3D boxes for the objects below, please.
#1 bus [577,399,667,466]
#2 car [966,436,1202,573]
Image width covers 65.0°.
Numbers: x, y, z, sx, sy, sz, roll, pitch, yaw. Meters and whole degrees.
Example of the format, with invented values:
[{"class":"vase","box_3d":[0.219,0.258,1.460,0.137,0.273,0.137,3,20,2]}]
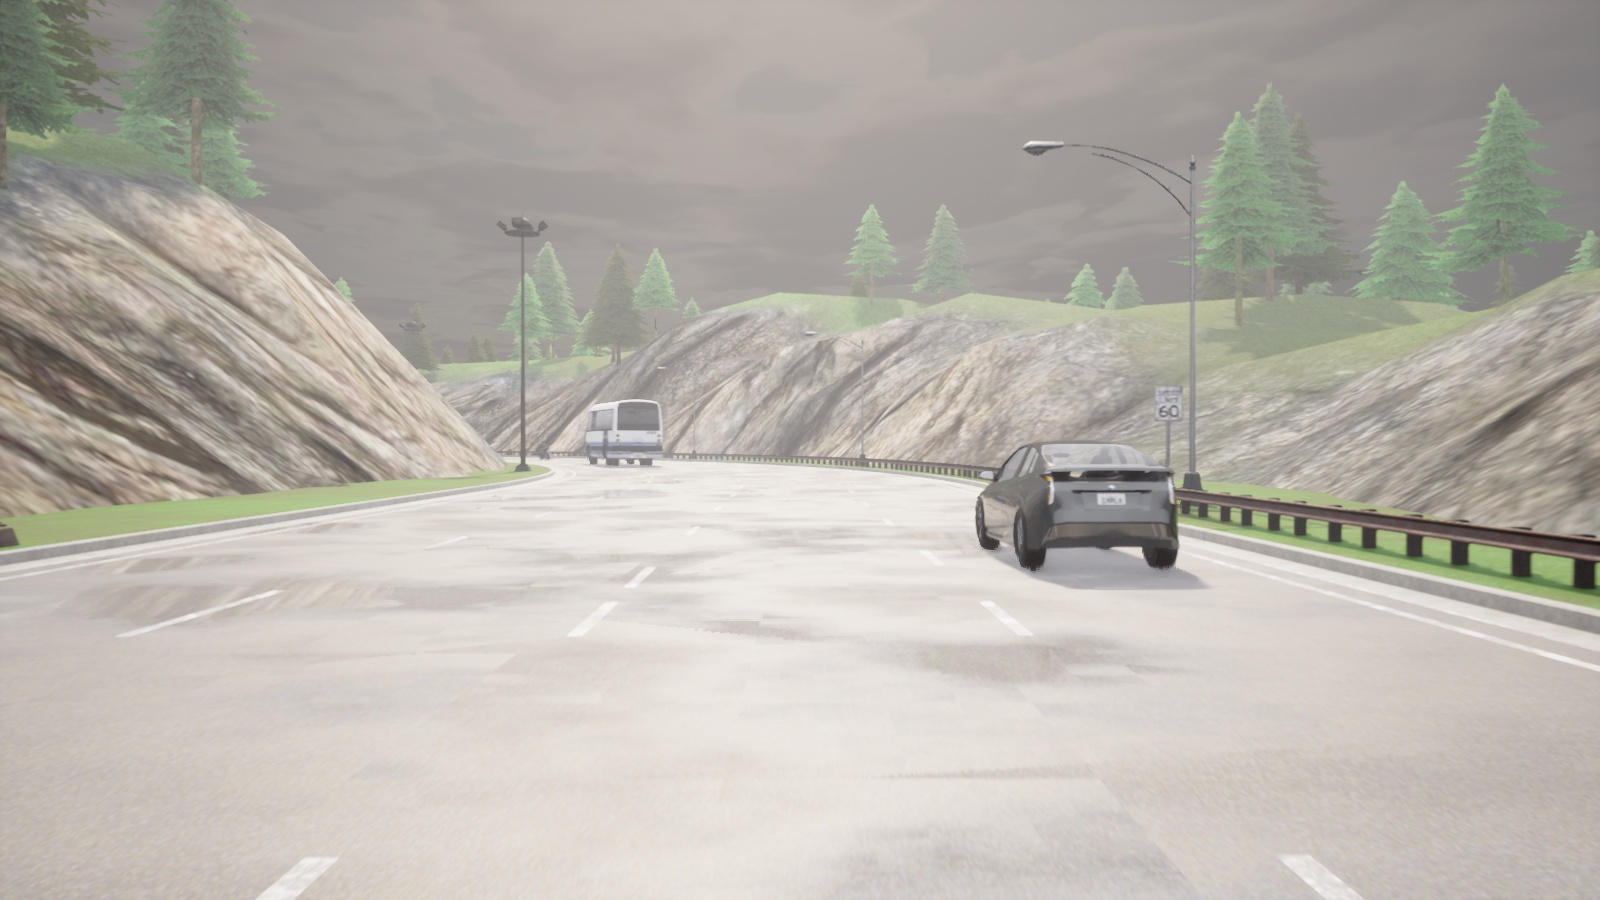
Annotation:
[{"class":"bus","box_3d":[-12.175,-1.117,84.797,3.944,4.253,10.273,0,0,-20]},{"class":"car","box_3d":[3.460,0.603,16.233,2.007,1.525,4.514,0,0,0]}]
